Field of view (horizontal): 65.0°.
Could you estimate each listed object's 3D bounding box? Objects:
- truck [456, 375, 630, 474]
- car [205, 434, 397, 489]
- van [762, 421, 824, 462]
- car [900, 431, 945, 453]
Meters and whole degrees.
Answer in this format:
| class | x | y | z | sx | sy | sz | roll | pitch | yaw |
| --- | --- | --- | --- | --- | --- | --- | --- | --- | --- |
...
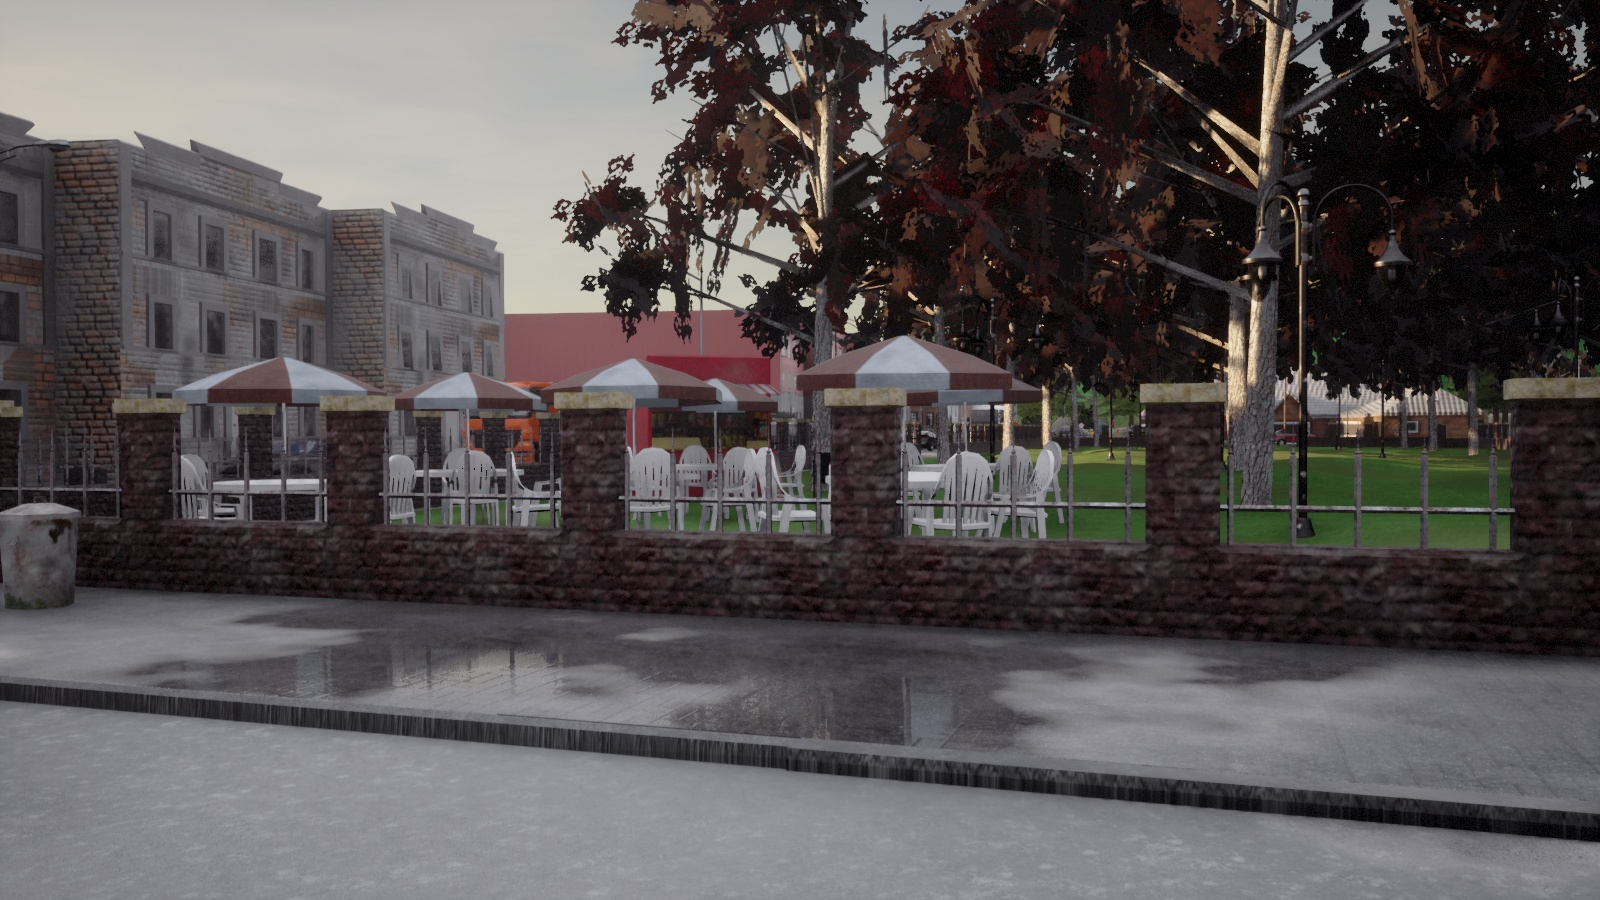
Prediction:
| class | x | y | z | sx | sy | sz | roll | pitch | yaw |
| --- | --- | --- | --- | --- | --- | --- | --- | --- | --- |
| truck | -9.579 | -0.956 | 47.931 | 2.891 | 3.462 | 7.936 | 1 | 1 | 19 |
| car | -13.838 | 0.260 | 35.274 | 2.033 | 1.411 | 5.357 | 1 | 1 | 19 |
| van | -0.312 | -0.432 | 62.964 | 1.775 | 1.987 | 4.442 | 1 | 1 | 19 |
| car | 8.858 | -0.582 | 90.158 | 2.163 | 1.488 | 4.792 | 1 | 1 | 19 |
